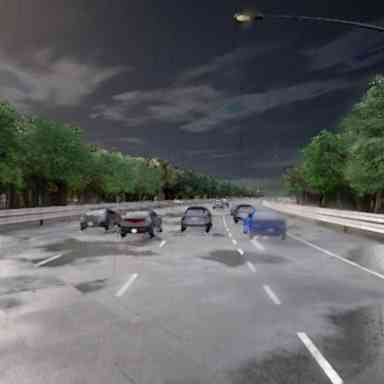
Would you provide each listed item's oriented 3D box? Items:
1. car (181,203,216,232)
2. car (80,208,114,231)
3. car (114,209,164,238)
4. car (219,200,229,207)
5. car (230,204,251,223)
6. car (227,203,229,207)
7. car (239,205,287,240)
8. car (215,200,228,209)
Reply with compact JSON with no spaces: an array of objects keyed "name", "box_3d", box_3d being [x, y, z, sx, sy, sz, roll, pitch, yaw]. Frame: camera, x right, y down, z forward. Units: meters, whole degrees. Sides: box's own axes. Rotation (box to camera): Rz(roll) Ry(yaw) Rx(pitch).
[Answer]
[{"name":"car","box_3d":[0.407,1.761,23.026,2.033,1.649,4.856,0,-1,6]},{"name":"car","box_3d":[-6.196,1.848,22.999,1.812,1.442,4.674,0,-1,3]},{"name":"car","box_3d":[-2.860,1.781,19.555,1.837,1.490,4.892,0,-1,3]},{"name":"car","box_3d":[7.488,2.668,76.835,1.812,1.442,4.674,0,-1,11]},{"name":"car","box_3d":[4.629,1.859,29.474,2.033,1.649,4.856,0,-1,4]},{"name":"car","box_3d":[5.573,2.148,40.104,1.994,1.385,4.181,0,-1,6]},{"name":"car","box_3d":[3.969,1.750,18.821,1.882,1.535,5.008,0,-1,3]},{"name":"car","box_3d":[5.023,2.463,62.246,2.033,1.411,5.357,0,-1,9]}]
